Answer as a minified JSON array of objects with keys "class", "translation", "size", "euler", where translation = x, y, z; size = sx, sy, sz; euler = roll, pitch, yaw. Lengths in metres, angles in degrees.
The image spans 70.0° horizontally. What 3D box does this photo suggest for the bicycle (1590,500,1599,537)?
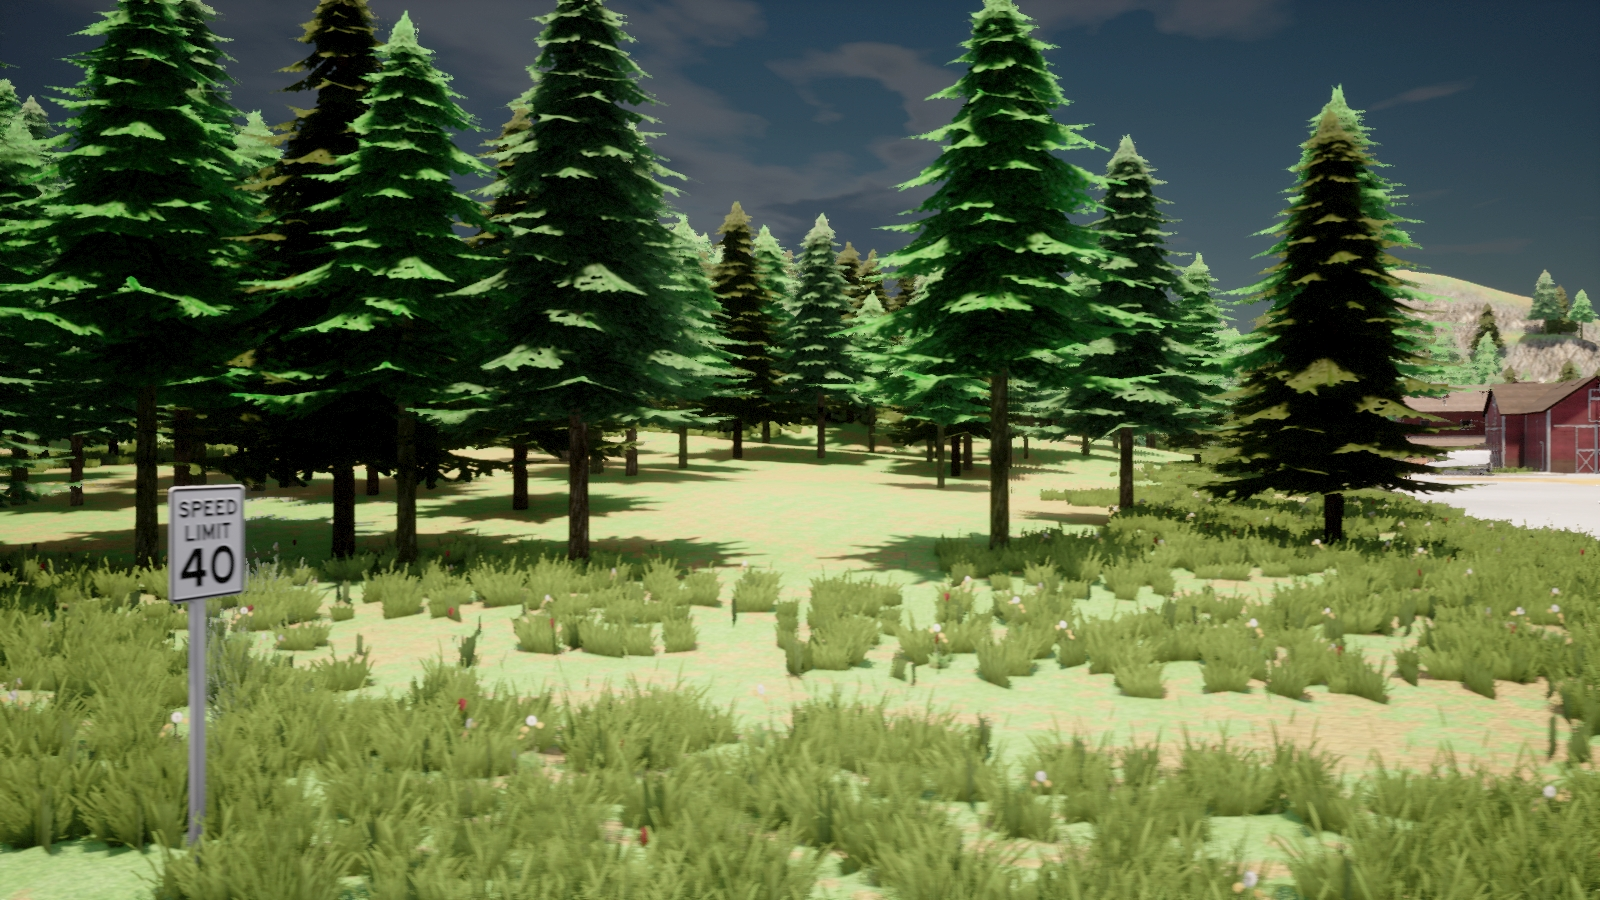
[{"class":"bicycle","translation":[24.809,2.105,34.812],"size":[0.859,1.080,1.487],"euler":[0,0,21]}]
